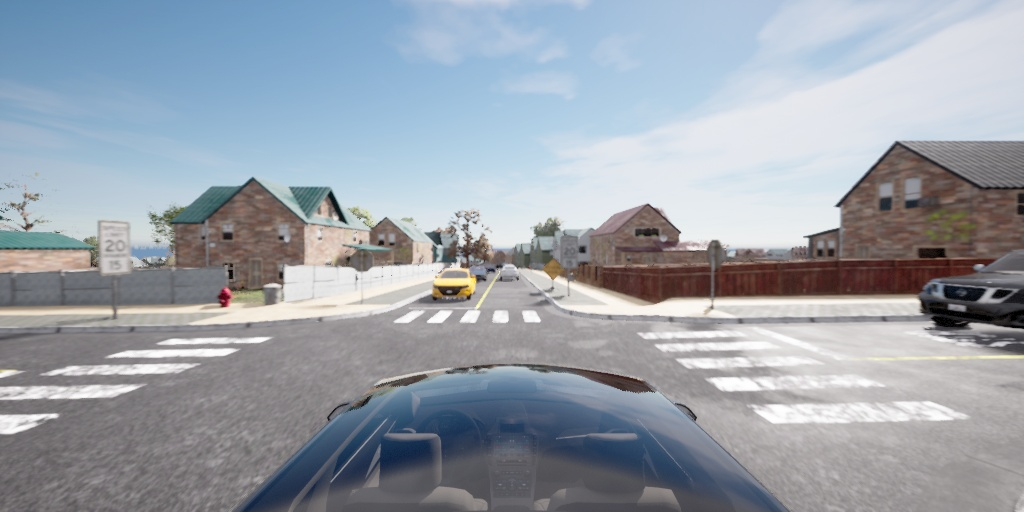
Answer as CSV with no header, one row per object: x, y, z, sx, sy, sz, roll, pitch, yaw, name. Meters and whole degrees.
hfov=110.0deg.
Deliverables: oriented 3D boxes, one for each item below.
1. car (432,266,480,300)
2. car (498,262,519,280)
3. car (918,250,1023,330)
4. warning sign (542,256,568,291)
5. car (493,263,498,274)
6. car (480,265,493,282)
-2.949,1.395,19.002,1.882,1.535,5.008,0,-1,-2,car
-0.277,1.667,37.037,1.812,1.442,4.674,0,-1,-1,car
12.936,0.794,8.214,5.566,2.045,2.150,-1,1,0,car
2.372,1.065,21.008,1.300,1.860,1.060,0,0,-1,warning sign
-3.379,2.000,54.380,1.895,1.301,4.718,0,-1,-1,car
-3.171,1.633,33.274,2.033,1.411,5.357,0,-1,-1,car
